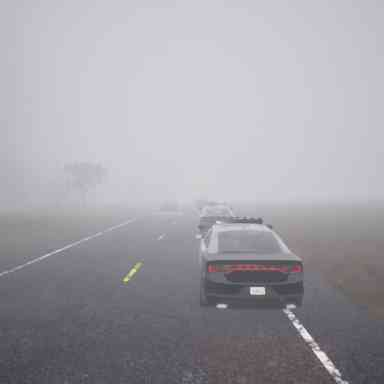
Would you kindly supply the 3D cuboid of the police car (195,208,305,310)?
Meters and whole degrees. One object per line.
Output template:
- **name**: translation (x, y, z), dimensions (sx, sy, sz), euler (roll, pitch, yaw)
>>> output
- **police car**: translation (1.118, 1.425, 8.070), dimensions (1.930, 1.638, 5.238), euler (0, 0, 1)

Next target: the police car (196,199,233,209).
- **police car**: translation (1.313, 1.425, 18.034), dimensions (1.930, 1.638, 5.238), euler (0, 0, 1)

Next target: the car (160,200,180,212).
- **car**: translation (-2.451, 1.559, 38.223), dimensions (1.994, 1.385, 4.181), euler (0, 0, 3)

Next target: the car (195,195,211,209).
- **car**: translation (1.456, 1.496, 45.924), dimensions (1.837, 1.490, 4.892), euler (0, 0, 4)

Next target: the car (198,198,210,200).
- **car**: translation (1.489, 1.455, 24.092), dimensions (1.801, 1.575, 5.366), euler (0, 0, 2)
